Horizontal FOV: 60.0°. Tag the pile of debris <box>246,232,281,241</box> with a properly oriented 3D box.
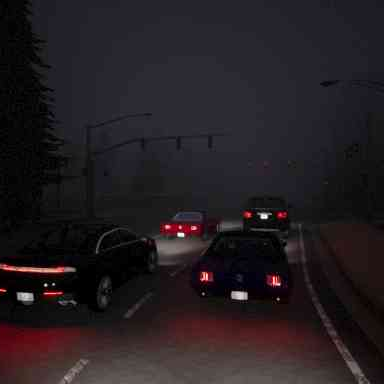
[{"bbox_3d":[3.538,2.175,16.343,1.500,0.140,1.860,0,0,17],"label":"pile of debris"}]

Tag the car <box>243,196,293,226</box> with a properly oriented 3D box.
[{"bbox_3d":[4.062,1.221,17.623,2.150,2.045,5.566,0,0,17],"label":"car"}]

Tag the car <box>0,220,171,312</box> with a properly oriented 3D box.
[{"bbox_3d":[-2.240,1.492,7.793,2.128,1.511,4.902,0,0,11],"label":"car"}]

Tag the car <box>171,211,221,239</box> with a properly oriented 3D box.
[{"bbox_3d":[0.163,1.601,16.806,1.895,1.301,4.718,0,0,17],"label":"car"}]

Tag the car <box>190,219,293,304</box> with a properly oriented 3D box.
[{"bbox_3d":[1.387,1.601,8.227,1.895,1.301,4.718,0,0,13],"label":"car"}]
